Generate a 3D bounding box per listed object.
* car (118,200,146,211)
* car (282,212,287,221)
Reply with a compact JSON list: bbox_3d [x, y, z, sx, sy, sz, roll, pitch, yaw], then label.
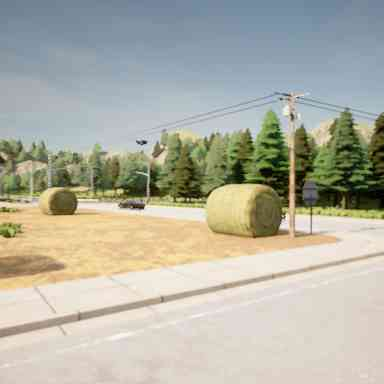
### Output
[{"bbox_3d":[-8.018,1.752,44.176,1.895,1.301,4.718,0,0,-38],"label":"car"},{"bbox_3d":[5.361,1.760,27.127,1.895,1.301,4.718,0,0,-38],"label":"car"}]
